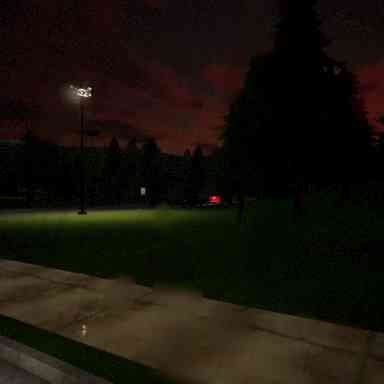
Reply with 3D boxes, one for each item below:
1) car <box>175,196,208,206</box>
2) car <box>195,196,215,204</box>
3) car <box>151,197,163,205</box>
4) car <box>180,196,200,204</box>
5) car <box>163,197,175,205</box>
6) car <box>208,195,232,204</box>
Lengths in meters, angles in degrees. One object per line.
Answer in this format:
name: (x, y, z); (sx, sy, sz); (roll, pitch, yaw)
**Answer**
car: (0.027, 1.491, 53.909); (2.128, 1.511, 4.902); (0, 0, 34)
car: (2.546, 1.526, 64.282); (1.812, 1.442, 4.674); (0, 0, 33)
car: (-5.345, 1.564, 58.473); (1.994, 1.385, 4.181); (0, 0, 34)
car: (-0.386, 1.526, 66.193); (1.812, 1.442, 4.674); (0, 0, 33)
car: (-2.415, 1.564, 56.559); (1.994, 1.385, 4.181); (0, 0, 34)
car: (5.495, 1.221, 62.396); (2.150, 2.045, 5.566); (0, 0, 33)
